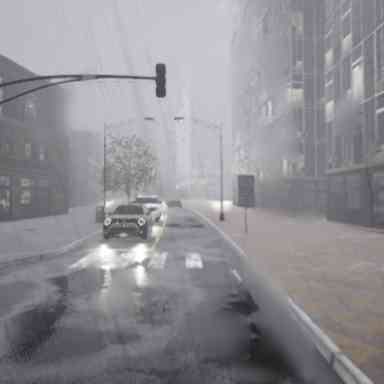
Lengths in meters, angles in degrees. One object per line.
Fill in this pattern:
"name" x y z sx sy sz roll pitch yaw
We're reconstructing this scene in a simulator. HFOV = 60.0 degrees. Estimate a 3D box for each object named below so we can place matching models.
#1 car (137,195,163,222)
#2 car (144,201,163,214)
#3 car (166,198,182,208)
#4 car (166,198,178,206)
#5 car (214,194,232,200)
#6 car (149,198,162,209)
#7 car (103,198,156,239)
"car" -3.668 1.278 27.238 2.150 2.045 5.566 0 0 -3
"car" -4.290 1.678 37.469 1.895 1.301 4.718 0 0 -4
"car" -2.487 1.578 48.827 1.882 1.535 5.008 0 0 -6
"car" -3.634 1.720 59.205 1.895 1.301 4.718 0 0 -7
"car" 8.414 1.378 89.523 5.009 1.841 2.192 0 -1 11
"car" -5.296 1.623 48.685 1.812 1.442 4.674 0 0 -5
"car" -3.228 1.389 17.458 2.097 1.767 4.553 0 0 -2
